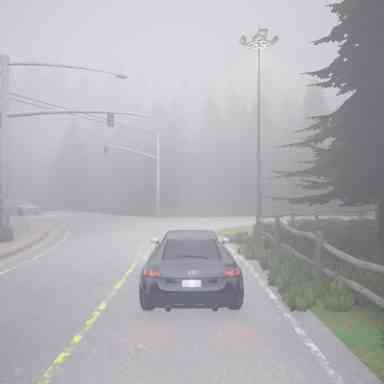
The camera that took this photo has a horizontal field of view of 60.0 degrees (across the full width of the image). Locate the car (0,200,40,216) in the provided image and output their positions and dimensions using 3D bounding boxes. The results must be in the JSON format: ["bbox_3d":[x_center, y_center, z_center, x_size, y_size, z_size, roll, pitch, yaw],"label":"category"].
[{"bbox_3d":[-17.064,1.526,32.839,4.674,1.442,1.812,0,0,30],"label":"car"}]

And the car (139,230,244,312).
[{"bbox_3d":[-0.030,1.564,7.803,1.994,1.385,4.181,0,0,-1],"label":"car"}]
